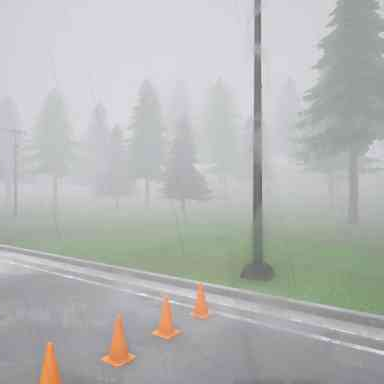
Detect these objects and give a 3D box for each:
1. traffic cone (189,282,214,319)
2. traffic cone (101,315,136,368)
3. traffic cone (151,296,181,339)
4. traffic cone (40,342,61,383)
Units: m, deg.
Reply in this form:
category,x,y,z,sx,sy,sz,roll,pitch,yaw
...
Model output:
category,x,y,z,sx,sy,sz,roll,pitch,yaw
traffic cone,0.168,1.955,6.109,0.340,0.580,0.340,0,0,35
traffic cone,-0.986,1.955,4.476,0.340,0.580,0.340,0,0,35
traffic cone,-0.409,1.955,5.292,0.340,0.580,0.340,0,0,35
traffic cone,-1.563,1.955,3.659,0.340,0.580,0.340,0,0,35
